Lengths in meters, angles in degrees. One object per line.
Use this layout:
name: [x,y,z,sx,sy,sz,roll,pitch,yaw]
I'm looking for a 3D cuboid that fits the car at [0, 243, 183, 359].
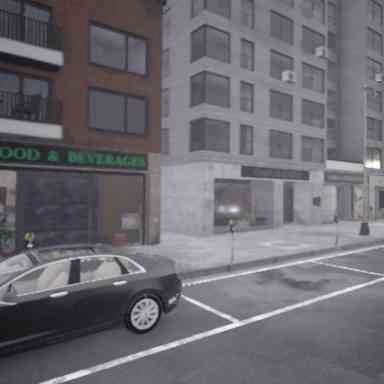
car: [-2.217,1.551,5.171,4.403,1.369,2.008,0,1,-35]
